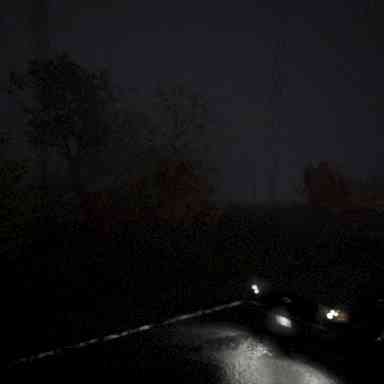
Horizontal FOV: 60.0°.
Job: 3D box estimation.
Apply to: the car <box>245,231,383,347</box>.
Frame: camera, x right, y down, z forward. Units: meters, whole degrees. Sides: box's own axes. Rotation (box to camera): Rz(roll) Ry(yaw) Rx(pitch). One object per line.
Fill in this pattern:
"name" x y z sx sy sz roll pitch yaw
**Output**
"car" 3.537 1.507 6.424 5.357 1.411 2.033 0 0 -35
